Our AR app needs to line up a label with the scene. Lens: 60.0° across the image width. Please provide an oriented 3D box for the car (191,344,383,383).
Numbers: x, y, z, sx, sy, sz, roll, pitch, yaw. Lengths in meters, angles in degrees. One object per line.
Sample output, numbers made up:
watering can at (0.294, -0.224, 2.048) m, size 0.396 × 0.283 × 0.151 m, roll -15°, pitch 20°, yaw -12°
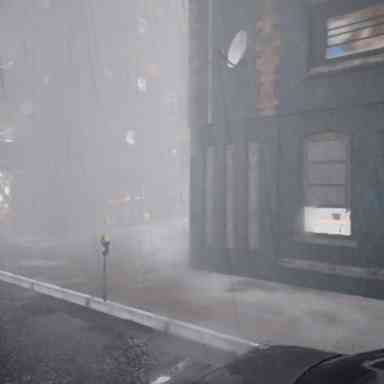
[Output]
car at (1.742, 1.566, 1.625) m, size 4.313 × 1.339 × 1.947 m, roll 0°, pitch 0°, yaw 35°
